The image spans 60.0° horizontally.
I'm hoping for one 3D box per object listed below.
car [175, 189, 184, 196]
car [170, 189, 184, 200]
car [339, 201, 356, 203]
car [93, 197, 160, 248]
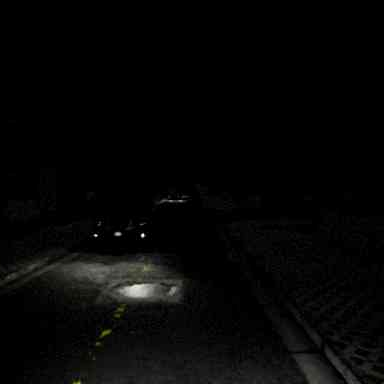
[{"bbox_3d":[-2.762,0.067,73.389,1.812,1.442,4.674,0,2,0],"label":"car"},{"bbox_3d":[-2.803,0.591,58.414,1.837,1.490,4.892,0,2,1],"label":"car"},{"bbox_3d":[15.669,1.612,33.150,4.181,1.385,1.994,0,0,-31],"label":"car"},{"bbox_3d":[-2.778,1.258,15.366,2.150,2.045,5.566,0,-1,1],"label":"car"}]
